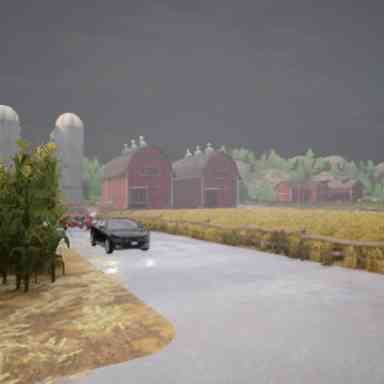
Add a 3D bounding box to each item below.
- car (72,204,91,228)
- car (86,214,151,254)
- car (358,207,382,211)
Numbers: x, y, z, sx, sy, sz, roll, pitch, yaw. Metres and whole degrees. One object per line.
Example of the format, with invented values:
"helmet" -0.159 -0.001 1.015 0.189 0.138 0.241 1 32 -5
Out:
"car" -9.917 2.140 27.995 2.150 2.045 5.566 1 -2 -28
"car" -3.597 1.971 16.205 1.882 1.535 5.008 1 -2 -28
"car" 30.133 3.251 57.231 1.895 1.301 4.718 1 -2 -28
